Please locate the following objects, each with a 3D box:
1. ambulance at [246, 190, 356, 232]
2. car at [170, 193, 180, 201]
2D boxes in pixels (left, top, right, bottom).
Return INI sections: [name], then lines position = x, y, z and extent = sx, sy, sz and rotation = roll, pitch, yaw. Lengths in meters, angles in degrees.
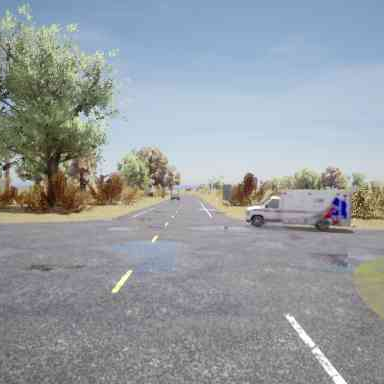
[ambulance]
position = 6.676, 1.103, 21.002
extent = 6.366, 2.431, 2.351
rotation = 1, 1, 14
[car]
position = -3.523, 1.053, 71.080
extent = 1.882, 1.535, 5.008
rotation = 0, 0, 0
